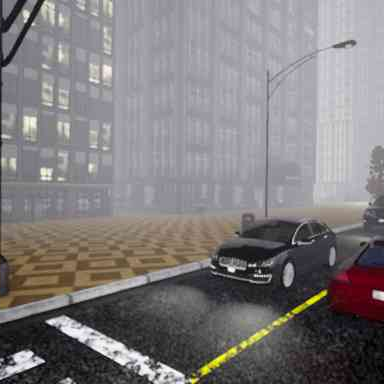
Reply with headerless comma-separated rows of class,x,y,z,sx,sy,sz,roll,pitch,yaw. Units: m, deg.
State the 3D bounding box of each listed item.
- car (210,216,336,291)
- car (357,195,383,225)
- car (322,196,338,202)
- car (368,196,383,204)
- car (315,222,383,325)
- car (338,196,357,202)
car,2.478,1.470,9.188,1.837,1.490,4.892,1,1,41
car,12.016,1.185,19.778,2.150,2.045,5.566,1,0,43
car,35.382,1.788,84.973,1.947,1.339,4.313,-1,0,-34
car,37.882,1.596,66.298,2.008,1.369,4.403,-1,0,-34
car,4.262,1.561,6.581,1.994,1.385,4.181,1,1,41
car,38.530,1.744,80.312,1.947,1.339,4.313,-1,0,-34
